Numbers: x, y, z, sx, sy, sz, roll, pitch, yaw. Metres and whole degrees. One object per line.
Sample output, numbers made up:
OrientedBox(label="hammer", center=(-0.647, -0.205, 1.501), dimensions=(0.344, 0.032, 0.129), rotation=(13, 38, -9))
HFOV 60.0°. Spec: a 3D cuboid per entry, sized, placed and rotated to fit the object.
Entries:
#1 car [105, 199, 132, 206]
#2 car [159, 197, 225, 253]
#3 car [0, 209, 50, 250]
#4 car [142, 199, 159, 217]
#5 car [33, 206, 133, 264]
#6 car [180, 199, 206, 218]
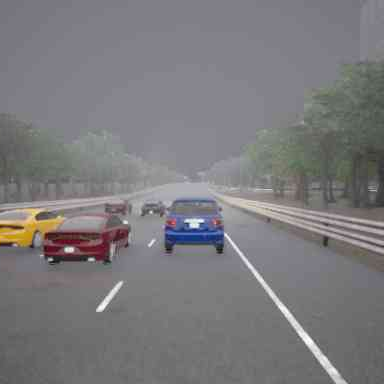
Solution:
OrientedBox(label="car", center=(-6.913, 1.388, 31.675), dimensions=(1.882, 1.535, 5.008), rotation=(0, 0, 0))
OrientedBox(label="car", center=(0.101, 1.198, 13.752), dimensions=(2.150, 2.045, 5.566), rotation=(0, 0, 0))
OrientedBox(label="car", center=(-6.909, 1.452, 14.289), dimensions=(1.882, 1.535, 5.008), rotation=(0, 0, 0))
OrientedBox(label="car", center=(-3.413, 1.422, 30.271), dimensions=(1.837, 1.490, 4.892), rotation=(0, 0, 0))
OrientedBox(label="car", center=(-3.411, 1.459, 11.736), dimensions=(1.882, 1.535, 5.008), rotation=(0, 0, 0))
OrientedBox(label="car", center=(0.087, 1.409, 30.172), dimensions=(2.128, 1.511, 4.902), rotation=(0, 0, 0))
